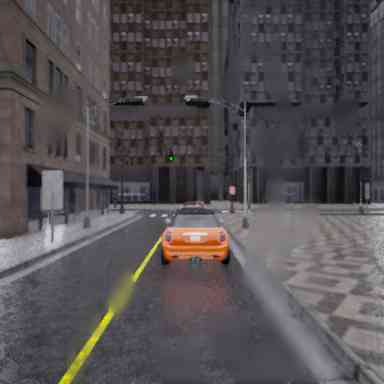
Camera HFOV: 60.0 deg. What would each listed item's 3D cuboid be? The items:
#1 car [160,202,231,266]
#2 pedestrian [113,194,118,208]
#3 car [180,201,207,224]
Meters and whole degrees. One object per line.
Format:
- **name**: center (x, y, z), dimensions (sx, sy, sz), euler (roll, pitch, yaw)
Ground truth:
- **car**: center (0.102, 1.358, 11.743), dimensions (2.097, 1.767, 4.553), euler (0, 0, 0)
- **pedestrian**: center (-9.880, 1.171, 42.816), dimensions (0.375, 1.860, 0.375), euler (0, 0, 1)
- **car**: center (0.066, 1.489, 25.736), dimensions (1.882, 1.535, 5.008), euler (0, 0, -1)
